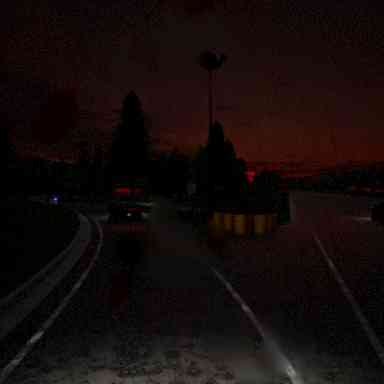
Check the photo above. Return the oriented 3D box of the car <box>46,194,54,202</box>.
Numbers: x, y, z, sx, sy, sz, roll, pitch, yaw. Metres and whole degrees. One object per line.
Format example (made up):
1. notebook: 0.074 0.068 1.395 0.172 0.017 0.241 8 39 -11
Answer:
1. car: -26.838 1.098 64.329 1.812 1.442 4.674 0 0 -34

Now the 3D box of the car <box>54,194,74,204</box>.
1. car: -21.115 1.178 55.694 2.128 1.511 4.902 0 0 -34

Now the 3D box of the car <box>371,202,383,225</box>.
1. car: 13.112 1.320 21.702 1.812 1.442 4.674 0 0 16

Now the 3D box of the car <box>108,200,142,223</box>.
1. car: -4.920 1.325 24.089 1.882 1.535 5.008 0 0 -19
